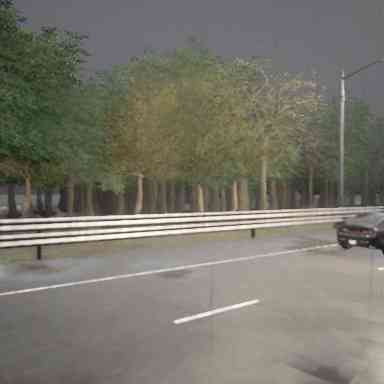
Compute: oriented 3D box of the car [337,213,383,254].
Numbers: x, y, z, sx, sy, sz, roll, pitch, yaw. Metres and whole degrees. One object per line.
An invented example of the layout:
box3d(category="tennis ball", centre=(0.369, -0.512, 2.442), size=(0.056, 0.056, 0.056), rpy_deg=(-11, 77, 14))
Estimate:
box3d(category="car", centre=(8.001, 1.638, 13.868), size=(4.892, 1.490, 1.837), rpy_deg=(0, 0, -35))
